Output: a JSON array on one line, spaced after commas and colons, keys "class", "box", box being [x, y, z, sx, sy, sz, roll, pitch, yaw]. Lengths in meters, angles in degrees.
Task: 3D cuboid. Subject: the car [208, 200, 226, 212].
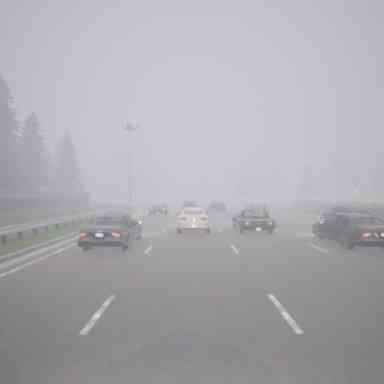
[{"class": "car", "box": [2.985, 1.750, 42.422, 1.882, 1.535, 5.008, 0, 0, -6]}]

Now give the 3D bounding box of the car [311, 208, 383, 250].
[{"class": "car", "box": [7.092, 1.643, 14.760, 2.033, 1.411, 5.357, 0, 0, 0]}]

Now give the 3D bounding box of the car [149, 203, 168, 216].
[{"class": "car", "box": [-3.547, 1.831, 35.981, 1.895, 1.301, 4.718, 0, 0, -2]}]

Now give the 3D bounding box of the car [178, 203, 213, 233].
[{"class": "car", "box": [0.092, 1.658, 20.514, 1.812, 1.442, 4.674, 0, 0, 0]}]

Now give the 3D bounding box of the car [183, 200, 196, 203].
[{"class": "car", "box": [-0.383, 1.767, 40.787, 1.837, 1.490, 4.892, 1, 0, -5]}]

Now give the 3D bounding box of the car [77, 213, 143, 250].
[{"class": "car", "box": [-3.408, 1.642, 14.713, 2.033, 1.411, 5.357, 0, 0, 0]}]

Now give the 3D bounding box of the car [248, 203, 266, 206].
[{"class": "car", "box": [6.949, 1.832, 35.995, 1.895, 1.301, 4.718, 0, 0, -2]}]

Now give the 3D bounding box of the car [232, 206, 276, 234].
[{"class": "car", "box": [3.591, 1.731, 20.152, 1.895, 1.301, 4.718, 0, 0, 0]}]

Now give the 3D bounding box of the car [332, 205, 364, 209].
[{"class": "car", "box": [10.589, 1.655, 23.052, 1.837, 1.490, 4.892, 0, 0, 0]}]
